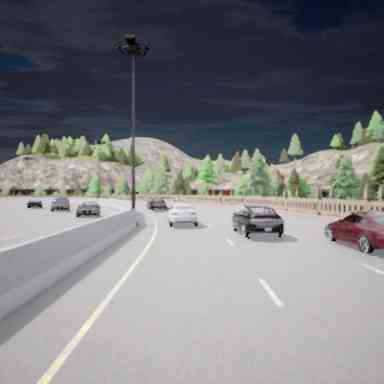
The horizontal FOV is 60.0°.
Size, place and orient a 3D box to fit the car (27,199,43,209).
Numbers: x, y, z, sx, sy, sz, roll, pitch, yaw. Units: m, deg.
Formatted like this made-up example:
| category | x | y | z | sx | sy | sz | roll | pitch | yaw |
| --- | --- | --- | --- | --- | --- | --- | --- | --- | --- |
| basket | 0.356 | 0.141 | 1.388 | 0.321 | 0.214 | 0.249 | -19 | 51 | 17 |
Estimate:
| category | x | y | z | sx | sy | sz | roll | pitch | yaw |
| --- | --- | --- | --- | --- | --- | --- | --- | --- | --- |
| car | -21.119 | 1.614 | 44.886 | 1.895 | 1.301 | 4.718 | 0 | 0 | -23 |

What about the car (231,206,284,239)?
| category | x | y | z | sx | sy | sz | roll | pitch | yaw |
| --- | --- | --- | --- | --- | --- | --- | --- | --- | --- |
| car | 3.280 | 1.460 | 17.306 | 2.128 | 1.511 | 4.902 | 0 | 0 | -3 |

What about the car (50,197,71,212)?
| category | x | y | z | sx | sy | sz | roll | pitch | yaw |
| --- | --- | --- | --- | --- | --- | --- | --- | --- | --- |
| car | -14.773 | 1.549 | 37.624 | 1.994 | 1.385 | 4.181 | 0 | 0 | -18 |

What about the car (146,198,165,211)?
| category | x | y | z | sx | sy | sz | roll | pitch | yaw |
| --- | --- | --- | --- | --- | --- | --- | --- | --- | --- |
| car | -4.377 | 1.458 | 40.072 | 2.128 | 1.511 | 4.902 | 0 | 0 | -17 |

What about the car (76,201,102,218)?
| category | x | y | z | sx | sy | sz | roll | pitch | yaw |
| --- | --- | --- | --- | --- | --- | --- | --- | --- | --- |
| car | -9.122 | 1.535 | 29.653 | 1.994 | 1.385 | 4.181 | 0 | 0 | -12 |

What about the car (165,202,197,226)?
| category | x | y | z | sx | sy | sz | roll | pitch | yaw |
| --- | --- | --- | --- | --- | --- | --- | --- | --- | --- |
| car | -0.718 | 1.491 | 22.731 | 1.812 | 1.442 | 4.674 | 0 | 0 | -6 |

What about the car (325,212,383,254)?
| category | x | y | z | sx | sy | sz | roll | pitch | yaw |
| --- | --- | --- | --- | --- | --- | --- | --- | --- | --- |
| car | 6.993 | 1.500 | 13.163 | 1.812 | 1.442 | 4.674 | 0 | 0 | -1 |
